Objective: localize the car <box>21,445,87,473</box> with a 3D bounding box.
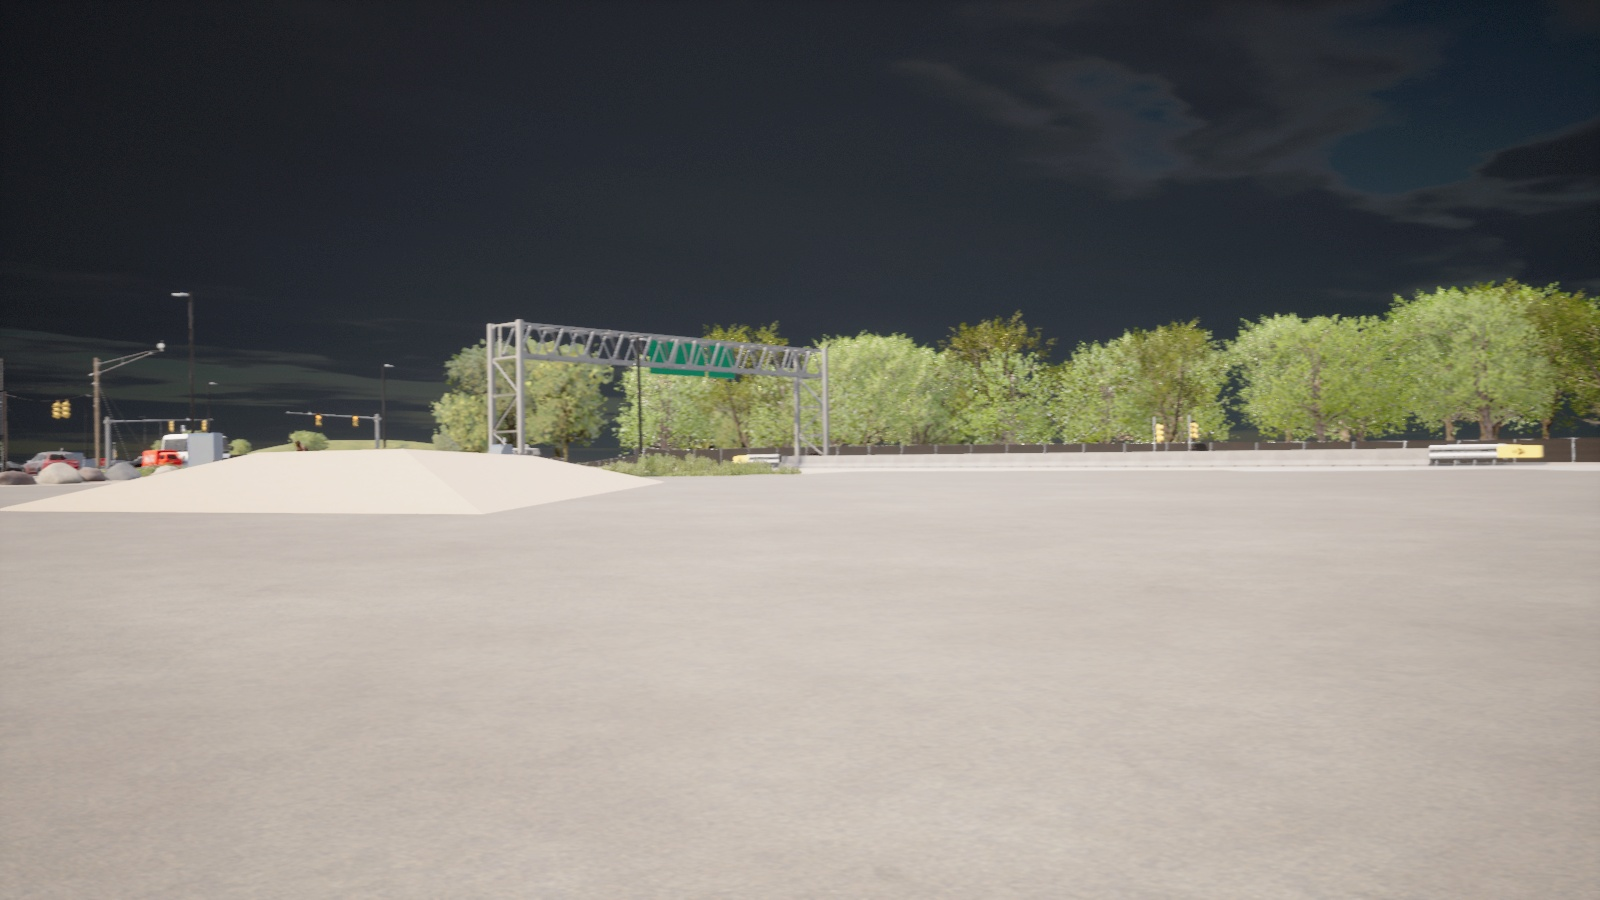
[{"bbox_3d":[-45.845,0.558,77.182,4.611,1.667,2.242,-1,-1,42],"label":"car"}]
